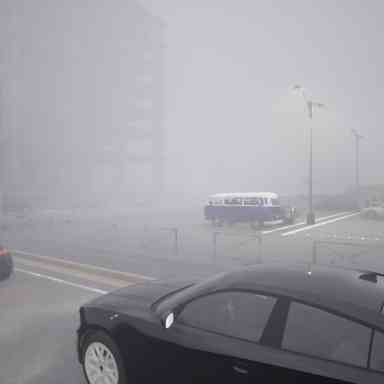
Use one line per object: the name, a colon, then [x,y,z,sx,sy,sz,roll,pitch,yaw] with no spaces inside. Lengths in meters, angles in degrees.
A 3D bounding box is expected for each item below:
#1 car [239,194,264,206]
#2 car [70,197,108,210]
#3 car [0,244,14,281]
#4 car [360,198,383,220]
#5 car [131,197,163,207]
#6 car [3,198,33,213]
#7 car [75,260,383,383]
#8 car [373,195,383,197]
car: [11.436,1.545,63.581,1.895,1.301,4.718,0,0,35]
car: [-12.906,1.422,41.759,1.882,1.535,5.008,0,0,35]
car: [-6.456,1.564,8.588,4.181,1.385,1.994,0,0,36]
car: [14.728,1.395,24.730,3.806,1.475,1.970,0,0,36]
car: [-6.741,1.492,50.415,2.033,1.411,5.357,0,0,36]
car: [-18.750,1.422,33.555,1.882,1.535,5.008,0,0,36]
car: [0.865,1.478,3.378,5.008,1.535,1.882,0,0,36]
car: [17.953,1.153,29.282,4.605,1.855,1.932,0,0,36]
